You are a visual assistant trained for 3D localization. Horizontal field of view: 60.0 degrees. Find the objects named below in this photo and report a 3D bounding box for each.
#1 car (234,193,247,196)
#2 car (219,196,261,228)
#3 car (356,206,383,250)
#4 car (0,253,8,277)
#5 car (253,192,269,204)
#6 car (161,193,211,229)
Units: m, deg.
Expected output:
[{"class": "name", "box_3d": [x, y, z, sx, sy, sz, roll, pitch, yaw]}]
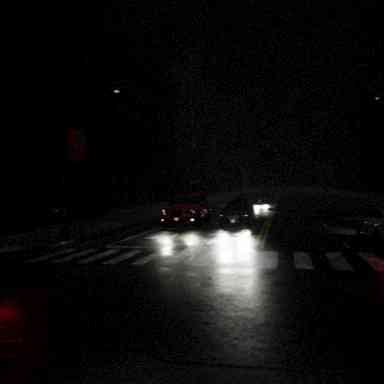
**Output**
[{"class": "car", "box_3d": [6.872, 0.833, 47.682, 2.033, 1.411, 5.357, -2, 1, 16]}, {"class": "car", "box_3d": [2.896, 1.295, 20.828, 2.128, 1.511, 4.902, -2, 1, 15]}, {"class": "car", "box_3d": [7.593, 1.227, 12.577, 1.812, 1.442, 4.674, -2, 0, 15]}, {"class": "car", "box_3d": [-7.128, 1.920, 8.536, 4.718, 1.301, 1.895, -4, -1, 24]}, {"class": "car", "box_3d": [8.943, 0.760, 43.010, 2.128, 1.511, 4.902, -2, 1, 15]}, {"class": "car", "box_3d": [-0.228, 1.137, 21.767, 2.150, 2.045, 5.566, -2, 1, 15]}]
